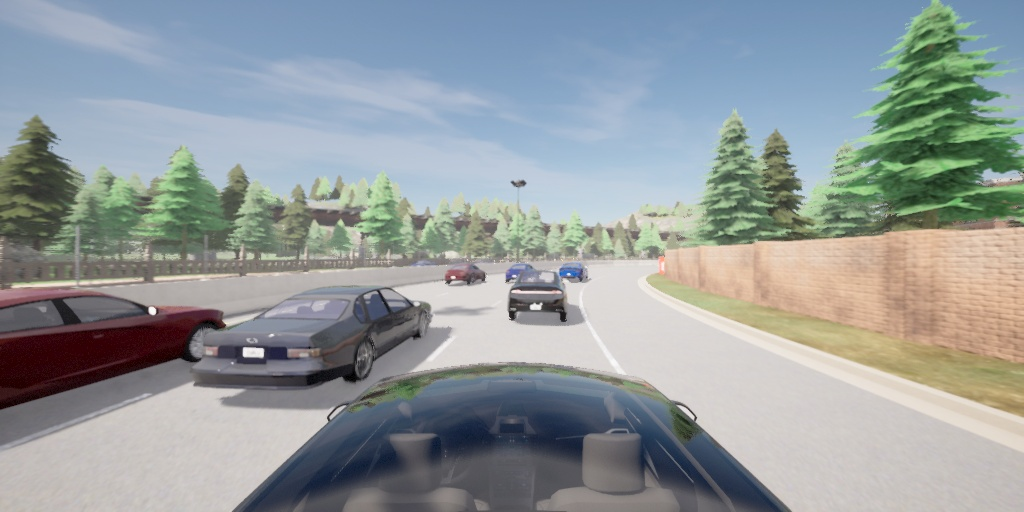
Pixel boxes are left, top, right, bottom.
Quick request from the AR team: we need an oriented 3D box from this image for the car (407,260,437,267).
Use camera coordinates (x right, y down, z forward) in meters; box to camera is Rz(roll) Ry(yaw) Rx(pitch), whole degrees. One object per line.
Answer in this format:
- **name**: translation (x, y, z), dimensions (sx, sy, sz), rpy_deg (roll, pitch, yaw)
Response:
- **car**: translation (-11.391, 1.255, 45.586), dimensions (1.812, 1.442, 4.674), rpy_deg (0, 0, 25)

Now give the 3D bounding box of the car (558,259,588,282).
- **car**: translation (5.245, 1.274, 30.274), dimensions (1.882, 1.535, 5.008), rpy_deg (0, 0, 19)

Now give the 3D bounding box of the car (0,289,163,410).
- **car**: translation (-6.688, 1.199, 5.104), dimensions (1.882, 1.535, 5.008), rpy_deg (0, 0, 2)

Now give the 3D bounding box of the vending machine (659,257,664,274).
- **vending machine**: translation (16.317, 1.050, 38.651), dimensions (1.100, 2.100, 0.880), rpy_deg (0, 0, 28)

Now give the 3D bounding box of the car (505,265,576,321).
- **car**: translation (0.986, 1.255, 12.628), dimensions (2.128, 1.511, 4.902), rpy_deg (0, 0, 7)

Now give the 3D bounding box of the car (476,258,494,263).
- **car**: translation (-3.824, 1.115, 45.269), dimensions (2.097, 1.767, 4.553), rpy_deg (0, 0, 26)

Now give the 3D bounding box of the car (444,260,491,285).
- **car**: translation (-3.338, 1.278, 26.285), dimensions (1.812, 1.442, 4.674), rpy_deg (0, 0, 15)

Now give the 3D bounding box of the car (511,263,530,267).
- **car**: translation (0.837, 1.299, 28.062), dimensions (1.812, 1.442, 4.674), rpy_deg (0, 0, 17)

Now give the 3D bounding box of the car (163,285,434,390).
- **car**: translation (-3.147, 1.287, 7.101), dimensions (2.033, 1.411, 5.357), rpy_deg (0, 0, 4)
